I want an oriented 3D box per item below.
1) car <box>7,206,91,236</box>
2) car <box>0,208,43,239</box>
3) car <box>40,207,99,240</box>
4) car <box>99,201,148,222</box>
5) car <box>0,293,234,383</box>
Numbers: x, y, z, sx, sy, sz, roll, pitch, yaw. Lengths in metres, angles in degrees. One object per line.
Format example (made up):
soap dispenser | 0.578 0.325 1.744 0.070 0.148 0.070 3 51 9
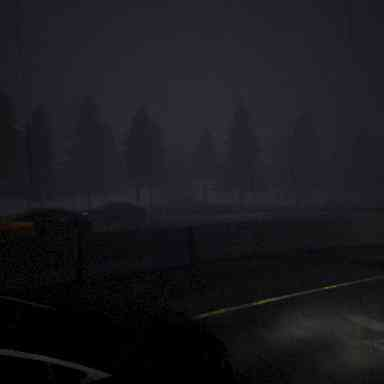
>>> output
car | -8.203 1.564 19.133 4.181 1.385 1.994 0 0 -32
car | -7.894 1.477 11.003 5.008 1.535 1.882 0 0 -35
car | -7.227 1.505 15.664 4.892 1.490 1.837 0 0 -32
car | -5.793 1.477 24.648 5.008 1.535 1.882 0 0 -28
car | -1.849 1.491 2.266 4.902 1.511 2.128 0 0 -35
